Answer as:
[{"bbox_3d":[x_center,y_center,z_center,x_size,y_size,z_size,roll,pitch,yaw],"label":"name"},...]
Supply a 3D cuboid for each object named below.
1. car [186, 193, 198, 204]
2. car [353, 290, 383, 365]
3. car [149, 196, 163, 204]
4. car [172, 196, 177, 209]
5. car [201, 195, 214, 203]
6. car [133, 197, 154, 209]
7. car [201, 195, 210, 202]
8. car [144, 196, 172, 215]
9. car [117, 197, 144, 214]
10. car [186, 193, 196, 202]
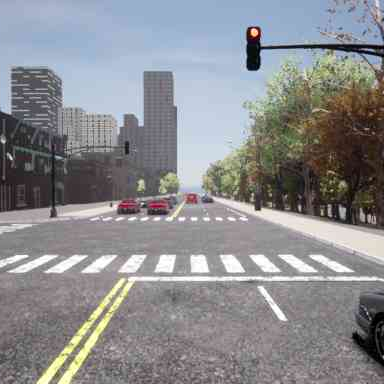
[{"bbox_3d":[-0.020,1.197,65.156,2.150,2.045,5.566,0,0,0],"label":"car"},{"bbox_3d":[3.345,1.547,2.535,2.033,1.411,5.357,0,0,0],"label":"car"},{"bbox_3d":[-6.673,1.525,62.141,2.033,1.411,5.357,0,0,0],"label":"car"},{"bbox_3d":[-3.431,1.490,45.050,1.837,1.490,4.892,0,0,0],"label":"car"},{"bbox_3d":[3.233,1.539,65.852,1.994,1.385,4.181,0,0,0],"label":"car"},{"bbox_3d":[-6.684,1.476,46.260,2.128,1.511,4.902,0,0,0],"label":"car"},{"bbox_3d":[3.114,1.447,75.880,1.882,1.535,5.008,0,0,0],"label":"car"},{"bbox_3d":[-3.411,1.467,34.215,1.882,1.535,5.008,0,0,0],"label":"car"},{"bbox_3d":[-6.666,1.467,35.588,1.882,1.535,5.008,0,0,0],"label":"car"},{"bbox_3d":[-0.136,1.195,75.692,2.150,2.045,5.566,0,0,0],"label":"car"}]
